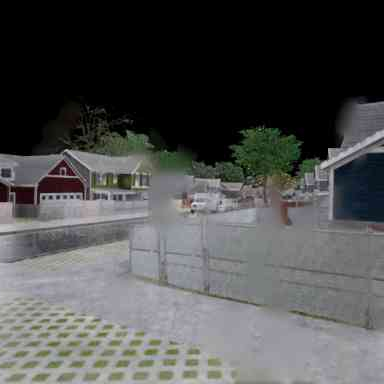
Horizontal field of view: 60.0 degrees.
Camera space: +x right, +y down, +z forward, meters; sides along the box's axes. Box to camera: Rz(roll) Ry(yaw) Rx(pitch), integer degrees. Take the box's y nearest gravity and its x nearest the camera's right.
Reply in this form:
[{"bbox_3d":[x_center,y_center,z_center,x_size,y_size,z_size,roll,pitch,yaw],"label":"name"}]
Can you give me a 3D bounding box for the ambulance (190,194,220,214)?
[{"bbox_3d":[1.674,1.434,41.892,2.351,2.431,6.366,1,0,19],"label":"ambulance"}]
